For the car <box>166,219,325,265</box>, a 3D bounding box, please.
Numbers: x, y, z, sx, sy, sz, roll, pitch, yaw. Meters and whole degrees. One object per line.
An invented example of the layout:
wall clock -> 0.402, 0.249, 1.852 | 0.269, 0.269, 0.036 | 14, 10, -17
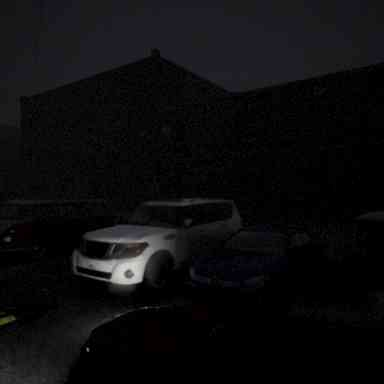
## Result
car -> 1.730, 1.512, 7.726 | 2.002, 1.452, 4.674 | 0, 0, 36

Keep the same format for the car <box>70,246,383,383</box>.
car -> 1.006, 1.524, 2.659 | 4.674, 1.442, 1.812 | 0, 0, 36

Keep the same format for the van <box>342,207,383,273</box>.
van -> 4.137, 1.253, 6.145 | 1.878, 1.987, 4.442 | 0, 0, 36

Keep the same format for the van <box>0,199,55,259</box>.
van -> -5.071, 1.245, 12.435 | 1.878, 1.987, 4.442 | 0, 0, 36

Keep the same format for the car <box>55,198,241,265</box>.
car -> -0.534, 1.216, 9.303 | 2.435, 2.045, 5.566 | 0, 0, 36
